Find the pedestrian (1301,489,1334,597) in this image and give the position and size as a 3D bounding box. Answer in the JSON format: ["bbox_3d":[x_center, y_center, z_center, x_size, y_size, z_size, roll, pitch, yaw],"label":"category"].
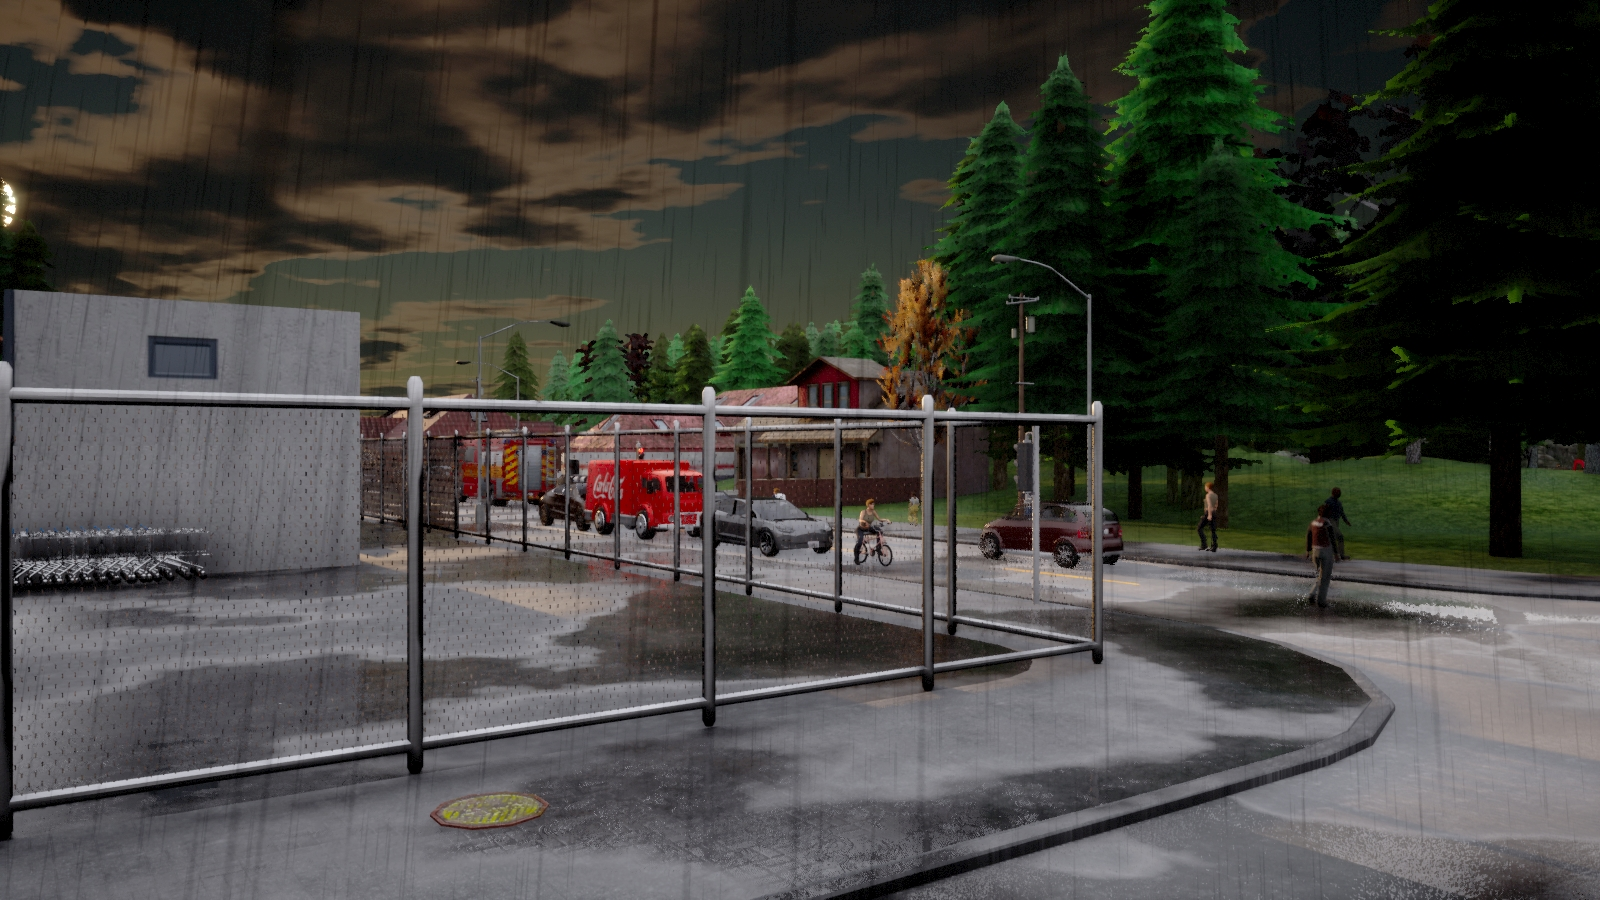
[{"bbox_3d":[9.105,1.625,20.093,0.375,1.860,0.375,0,0,-22],"label":"pedestrian"}]

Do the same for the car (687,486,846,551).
[{"bbox_3d":[-1.029,1.840,31.812,2.163,1.488,4.792,0,0,-35],"label":"car"}]

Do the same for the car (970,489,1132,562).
[{"bbox_3d":[6.171,1.802,28.408,1.789,1.549,3.705,0,0,-35],"label":"car"}]

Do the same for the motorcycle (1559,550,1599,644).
[{"bbox_3d":[11.384,1.994,15.138,2.033,1.145,0.803,2,1,17],"label":"motorcycle"}]

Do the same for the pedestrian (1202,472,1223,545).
[{"bbox_3d":[10.779,1.522,29.856,0.375,1.860,0.375,0,0,-33],"label":"pedestrian"}]

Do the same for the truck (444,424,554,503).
[{"bbox_3d":[-15.993,0.666,60.194,2.891,3.827,8.468,0,0,-35],"label":"truck"}]

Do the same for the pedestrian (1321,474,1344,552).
[{"bbox_3d":[12.957,1.520,27.794,0.375,1.860,0.375,0,0,-33],"label":"pedestrian"}]

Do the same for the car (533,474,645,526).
[{"bbox_3d":[-7.756,1.772,41.538,2.152,1.651,5.027,0,0,-34],"label":"car"}]

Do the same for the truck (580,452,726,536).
[{"bbox_3d":[-4.910,1.336,37.383,2.627,2.467,5.204,0,0,-35],"label":"truck"}]

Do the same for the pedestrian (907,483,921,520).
[{"bbox_3d":[4.000,1.801,40.185,0.375,1.300,0.375,0,0,-20],"label":"pedestrian"}]

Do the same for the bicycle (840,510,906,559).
[{"bbox_3d":[1.773,2.033,27.810,0.859,1.080,1.487,0,0,-35],"label":"bicycle"}]
